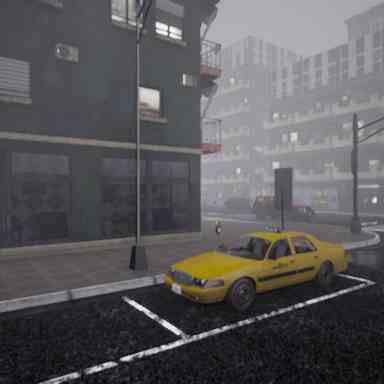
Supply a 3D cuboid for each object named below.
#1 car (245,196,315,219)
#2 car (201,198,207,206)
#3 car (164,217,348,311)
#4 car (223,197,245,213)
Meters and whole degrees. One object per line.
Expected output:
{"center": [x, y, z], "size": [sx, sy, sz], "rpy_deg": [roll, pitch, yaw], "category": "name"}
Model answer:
{"center": [6.826, 1.234, 25.454], "size": [2.192, 1.841, 5.009], "rpy_deg": [0, 0, -35], "category": "car"}
{"center": [0.516, 1.423, 48.776], "size": [1.802, 1.307, 4.206], "rpy_deg": [0, 0, -35], "category": "car"}
{"center": [1.679, 1.517, 7.703], "size": [4.829, 1.417, 1.752], "rpy_deg": [0, 0, -35], "category": "car"}
{"center": [5.137, 1.245, 32.290], "size": [2.097, 1.767, 4.553], "rpy_deg": [0, 0, -35], "category": "car"}
